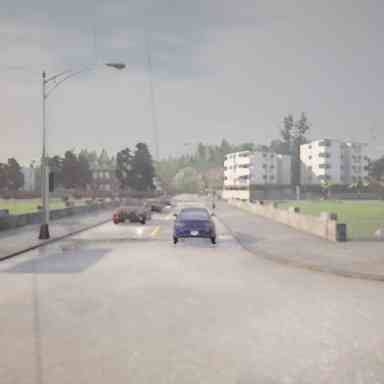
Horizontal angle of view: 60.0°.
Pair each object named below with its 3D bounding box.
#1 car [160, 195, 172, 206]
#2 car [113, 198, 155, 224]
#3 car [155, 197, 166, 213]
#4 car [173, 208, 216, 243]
[{"bbox_3d":[-4.035,1.278,48.600,1.837,1.490,4.892,0,0,1],"label":"car"},{"bbox_3d":[-4.087,1.242,23.317,2.097,1.767,4.553,0,0,0],"label":"car"},{"bbox_3d":[-4.077,1.441,34.036,1.895,1.301,4.718,0,0,0],"label":"car"},{"bbox_3d":[0.102,1.452,15.579,1.812,1.442,4.674,0,0,0],"label":"car"}]
